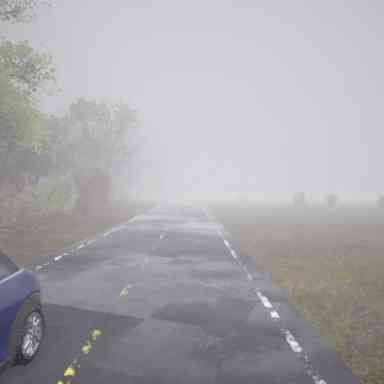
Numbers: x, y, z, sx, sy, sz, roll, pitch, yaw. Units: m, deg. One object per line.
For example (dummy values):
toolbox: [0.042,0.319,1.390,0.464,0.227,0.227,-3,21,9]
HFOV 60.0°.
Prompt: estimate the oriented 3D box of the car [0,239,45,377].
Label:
car: [-3.101,1.343,2.727,2.097,1.767,4.553,0,0,0]
